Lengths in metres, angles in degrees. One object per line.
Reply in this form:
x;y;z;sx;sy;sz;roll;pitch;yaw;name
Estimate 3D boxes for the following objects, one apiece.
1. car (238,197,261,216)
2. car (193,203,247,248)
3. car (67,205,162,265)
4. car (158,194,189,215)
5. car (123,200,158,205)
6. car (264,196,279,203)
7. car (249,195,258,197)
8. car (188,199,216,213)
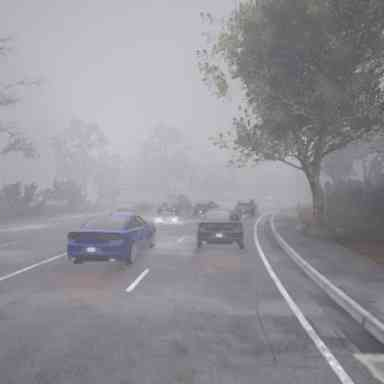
5.309;1.496;32.174;2.128;1.511;4.902;0;0;17;car
1.365;1.475;14.911;1.882;1.535;5.008;0;0;8;car
-2.572;1.460;11.772;1.882;1.535;5.008;0;0;6;car
-1.763;1.189;33.680;2.150;2.045;5.566;0;0;17;car
-5.626;1.493;33.098;2.033;1.411;5.357;0;0;16;car
16.735;1.517;70.000;1.812;1.442;4.674;1;0;36;car
12.949;1.467;70.806;1.882;1.535;5.008;1;0;36;car
1.423;1.489;31.414;1.837;1.490;4.892;0;0;16;car
